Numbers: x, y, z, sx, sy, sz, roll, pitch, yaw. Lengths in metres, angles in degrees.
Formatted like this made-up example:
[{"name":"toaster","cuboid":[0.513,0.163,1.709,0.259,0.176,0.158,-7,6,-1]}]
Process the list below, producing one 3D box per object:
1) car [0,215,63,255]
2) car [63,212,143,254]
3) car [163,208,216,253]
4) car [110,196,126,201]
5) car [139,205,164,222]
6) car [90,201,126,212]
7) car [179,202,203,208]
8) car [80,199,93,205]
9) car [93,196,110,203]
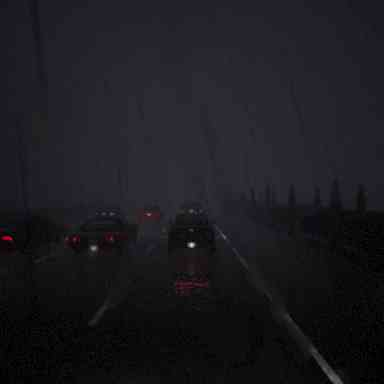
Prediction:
[{"name":"car","cuboid":[-7.009,1.682,13.992,2.033,1.411,5.357,0,-1,0]},{"name":"car","cuboid":[-3.508,1.736,14.112,1.895,1.301,4.718,0,-1,0]},{"name":"car","cuboid":[-0.007,1.645,14.306,1.837,1.490,4.892,0,0,0]},{"name":"car","cuboid":[-15.276,1.904,71.136,2.150,2.045,5.566,0,-1,-2]},{"name":"car","cuboid":[-3.583,1.846,29.455,1.994,1.385,4.181,0,0,-1]},{"name":"car","cuboid":[-7.078,1.826,29.070,2.033,1.411,5.357,0,-1,-1]},{"name":"car","cuboid":[-0.080,1.630,29.275,2.097,1.767,4.553,0,-1,-1]},{"name":"car","cuboid":[-22.274,2.155,70.957,1.882,1.535,5.008,0,-1,-2]},{"name":"car","cuboid":[-18.775,1.903,71.033,2.150,2.045,5.566,0,-1,-2]}]
